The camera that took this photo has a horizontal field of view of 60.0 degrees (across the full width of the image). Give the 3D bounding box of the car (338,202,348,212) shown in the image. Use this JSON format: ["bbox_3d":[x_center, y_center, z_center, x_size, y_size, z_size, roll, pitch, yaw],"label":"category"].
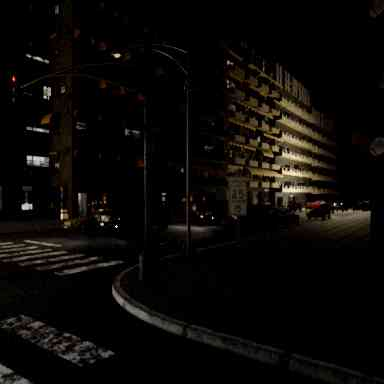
[{"bbox_3d":[25.302,2.626,56.973,2.128,1.511,4.902,0,-1,35],"label":"car"}]

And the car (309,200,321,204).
[{"bbox_3d":[23.062,2.771,63.892,1.887,1.381,4.507,-1,-2,35],"label":"car"}]

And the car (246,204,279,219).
[{"bbox_3d":[8.094,2.191,37.874,1.837,1.490,4.892,0,-1,35],"label":"car"}]

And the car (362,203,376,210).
[{"bbox_3d":[36.424,2.971,68.451,1.947,1.339,4.313,-1,-2,35],"label":"car"}]

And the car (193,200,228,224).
[{"bbox_3d":[2.367,1.728,29.693,2.150,2.045,5.566,0,-1,34],"label":"car"}]

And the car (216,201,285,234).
[{"bbox_3d":[4.010,1.711,22.016,2.192,1.841,5.009,-1,-2,35],"label":"car"}]

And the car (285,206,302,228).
[{"bbox_3d":[7.253,2.043,26.654,1.887,1.381,4.507,-1,-2,35],"label":"car"}]

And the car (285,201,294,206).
[{"bbox_3d":[13.240,2.446,49.819,1.752,1.417,4.829,-1,-2,35],"label":"car"}]

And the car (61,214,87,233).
[{"bbox_3d":[-6.208,1.834,21.952,1.752,1.417,4.829,-1,-2,35],"label":"car"}]

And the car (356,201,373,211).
[{"bbox_3d":[33.181,2.622,63.814,2.192,1.841,5.009,-1,-2,35],"label":"car"}]

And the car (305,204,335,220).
[{"bbox_3d":[13.735,2.284,35.941,1.802,1.307,4.206,-1,-2,35],"label":"car"}]

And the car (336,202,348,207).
[{"bbox_3d":[39.270,3.282,87.114,1.947,1.339,4.313,-1,-2,35],"label":"car"}]

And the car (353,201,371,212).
[{"bbox_3d":[29.939,2.522,59.169,2.192,1.841,5.009,-1,-2,35],"label":"car"}]

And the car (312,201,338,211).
[{"bbox_3d":[19.421,2.456,48.536,1.837,1.490,4.892,0,-1,35],"label":"car"}]

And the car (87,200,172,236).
[{"bbox_3d":[-3.543,1.541,21.224,2.150,2.045,5.566,0,-1,35],"label":"car"}]

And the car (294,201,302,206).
[{"bbox_3d":[16.578,2.340,54.608,2.192,1.841,5.009,-1,-2,35],"label":"car"}]

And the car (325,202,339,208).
[{"bbox_3d":[32.786,3.067,77.824,1.887,1.381,4.507,-1,-2,35],"label":"car"}]
